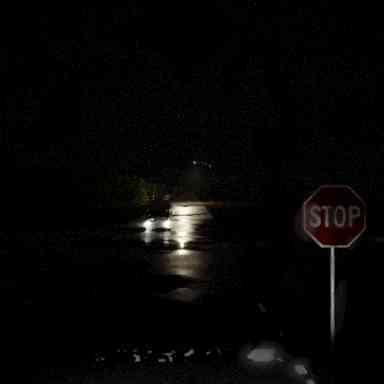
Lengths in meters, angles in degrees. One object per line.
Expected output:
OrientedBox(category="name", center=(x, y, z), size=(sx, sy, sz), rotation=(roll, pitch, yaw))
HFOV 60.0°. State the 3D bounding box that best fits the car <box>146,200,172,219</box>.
OrientedBox(category="car", center=(-2.772, 1.454, 28.900), size=(1.882, 1.535, 5.008), rotation=(0, 0, 1))
